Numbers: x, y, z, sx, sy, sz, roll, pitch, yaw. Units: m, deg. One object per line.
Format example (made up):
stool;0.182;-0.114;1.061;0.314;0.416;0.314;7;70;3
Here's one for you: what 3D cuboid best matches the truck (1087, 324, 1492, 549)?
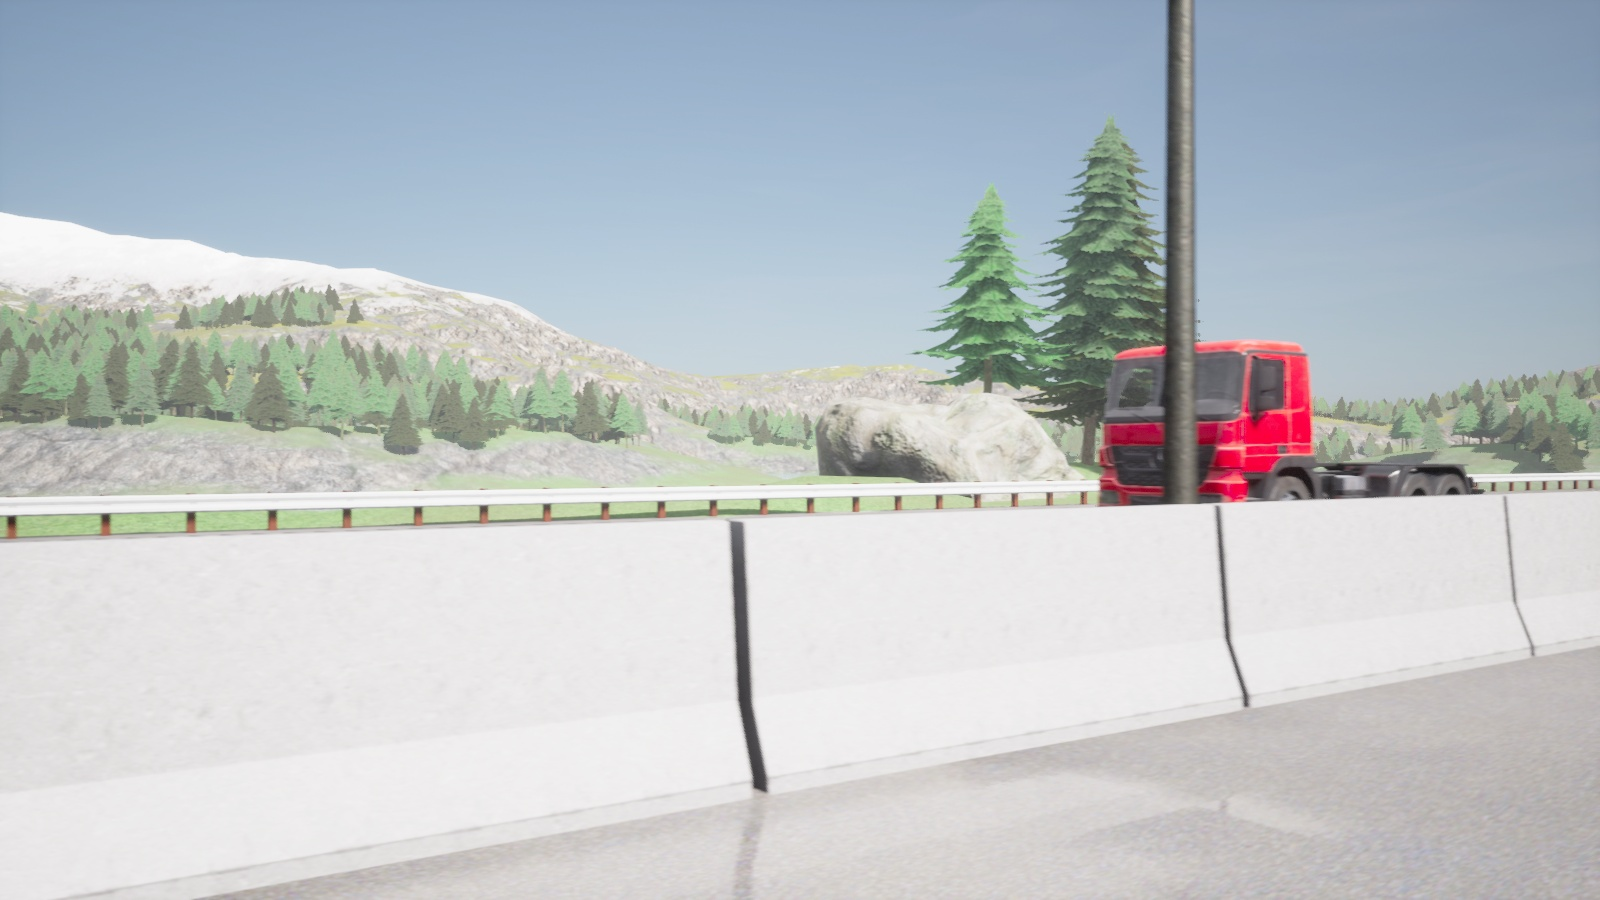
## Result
truck;9.030;-0.200;22.737;7.936;3.462;2.891;0;0;-35
